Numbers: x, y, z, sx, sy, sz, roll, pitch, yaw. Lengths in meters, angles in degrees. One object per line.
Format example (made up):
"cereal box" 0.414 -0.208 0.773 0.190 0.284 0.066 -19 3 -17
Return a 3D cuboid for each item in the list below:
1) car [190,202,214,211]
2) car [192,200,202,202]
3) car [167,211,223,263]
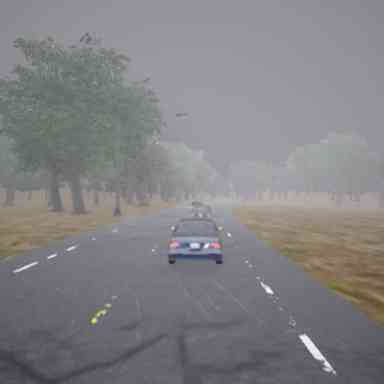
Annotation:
"car" 0.770 1.789 27.345 2.033 1.411 5.357 0 0 4
"car" 0.875 2.156 65.870 1.895 1.301 4.718 0 0 8
"car" 0.162 1.658 12.391 2.033 1.411 5.357 0 0 2
